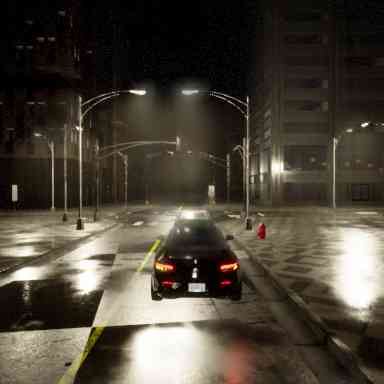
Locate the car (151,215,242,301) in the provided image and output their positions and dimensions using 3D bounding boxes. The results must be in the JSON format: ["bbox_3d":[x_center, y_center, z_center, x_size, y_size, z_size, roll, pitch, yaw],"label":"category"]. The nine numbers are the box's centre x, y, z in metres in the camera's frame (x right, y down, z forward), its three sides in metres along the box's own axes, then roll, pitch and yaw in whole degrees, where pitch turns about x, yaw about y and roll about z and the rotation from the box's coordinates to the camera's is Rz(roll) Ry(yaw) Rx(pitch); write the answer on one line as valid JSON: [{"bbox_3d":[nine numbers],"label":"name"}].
[{"bbox_3d":[0.086,1.523,8.186,1.812,1.442,4.674,0,0,0],"label":"car"}]

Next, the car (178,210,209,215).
[{"bbox_3d":[0.076,1.593,17.211,1.895,1.301,4.718,0,0,0],"label":"car"}]
